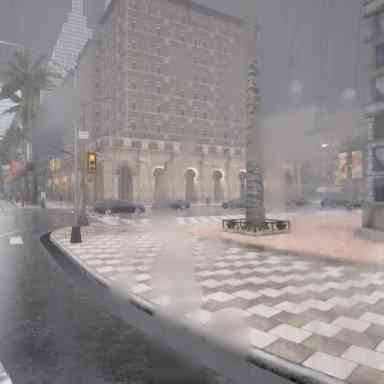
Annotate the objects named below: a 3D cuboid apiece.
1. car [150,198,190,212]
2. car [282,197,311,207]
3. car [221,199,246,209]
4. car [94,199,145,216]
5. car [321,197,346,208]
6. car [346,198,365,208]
[{"bbox_3d":[-2.576,1.492,39.399,4.902,1.511,2.128,0,0,-28],"label":"car"},{"bbox_3d":[15.686,1.504,49.949,4.892,1.490,1.837,0,0,-30],"label":"car"},{"bbox_3d":[5.973,1.564,44.336,4.181,1.385,1.994,0,0,-29],"label":"car"},{"bbox_3d":[-7.085,1.505,32.710,4.892,1.490,1.837,0,0,-28],"label":"car"},{"bbox_3d":[21.102,1.492,48.934,4.902,1.511,2.128,0,0,-30],"label":"car"},{"bbox_3d":[24.548,1.547,46.797,5.357,1.411,2.033,0,0,-31],"label":"car"}]
